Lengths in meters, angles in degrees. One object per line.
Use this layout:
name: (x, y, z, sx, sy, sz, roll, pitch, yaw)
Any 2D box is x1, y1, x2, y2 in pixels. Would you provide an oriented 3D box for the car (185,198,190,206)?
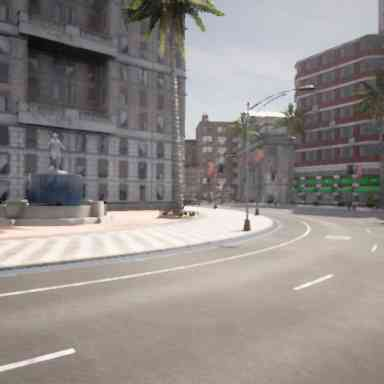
car: (-2.833, 1.944, 65.020, 1.994, 1.385, 4.181, 1, 0, -34)

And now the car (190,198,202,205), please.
car: (0.046, 1.925, 67.013, 1.837, 1.490, 4.892, 1, -1, -34)
